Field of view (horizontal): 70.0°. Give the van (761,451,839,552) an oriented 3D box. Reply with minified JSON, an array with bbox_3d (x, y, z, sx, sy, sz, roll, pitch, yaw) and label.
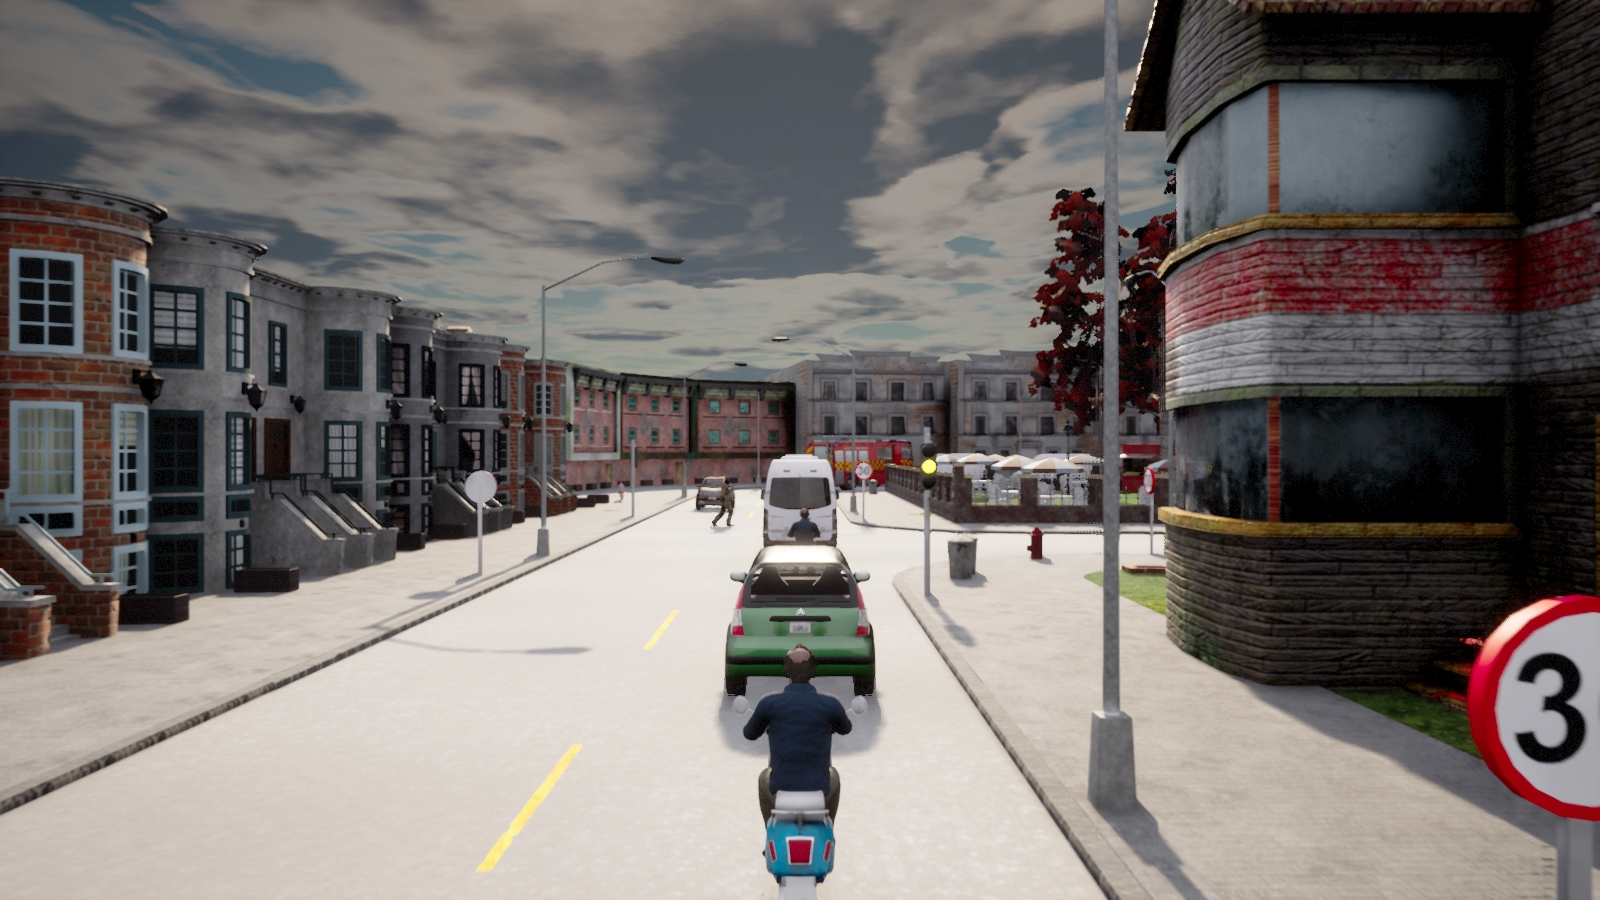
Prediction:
[{"bbox_3d":[-0.006,1.315,32.084,1.988,2.561,5.915,0,0,0],"label":"van"}]

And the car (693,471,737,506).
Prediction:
[{"bbox_3d":[-4.013,1.807,54.426,1.789,1.549,3.705,0,0,0],"label":"car"}]

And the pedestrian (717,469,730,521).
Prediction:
[{"bbox_3d":[-2.744,1.629,41.133,0.375,1.860,0.375,0,0,11],"label":"pedestrian"}]

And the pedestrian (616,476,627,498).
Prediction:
[{"bbox_3d":[-9.290,1.906,59.342,0.500,1.100,0.500,0,0,-17],"label":"pedestrian"}]

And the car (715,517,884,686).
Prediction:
[{"bbox_3d":[-0.002,1.780,14.509,1.851,1.617,3.988,0,0,0],"label":"car"}]
